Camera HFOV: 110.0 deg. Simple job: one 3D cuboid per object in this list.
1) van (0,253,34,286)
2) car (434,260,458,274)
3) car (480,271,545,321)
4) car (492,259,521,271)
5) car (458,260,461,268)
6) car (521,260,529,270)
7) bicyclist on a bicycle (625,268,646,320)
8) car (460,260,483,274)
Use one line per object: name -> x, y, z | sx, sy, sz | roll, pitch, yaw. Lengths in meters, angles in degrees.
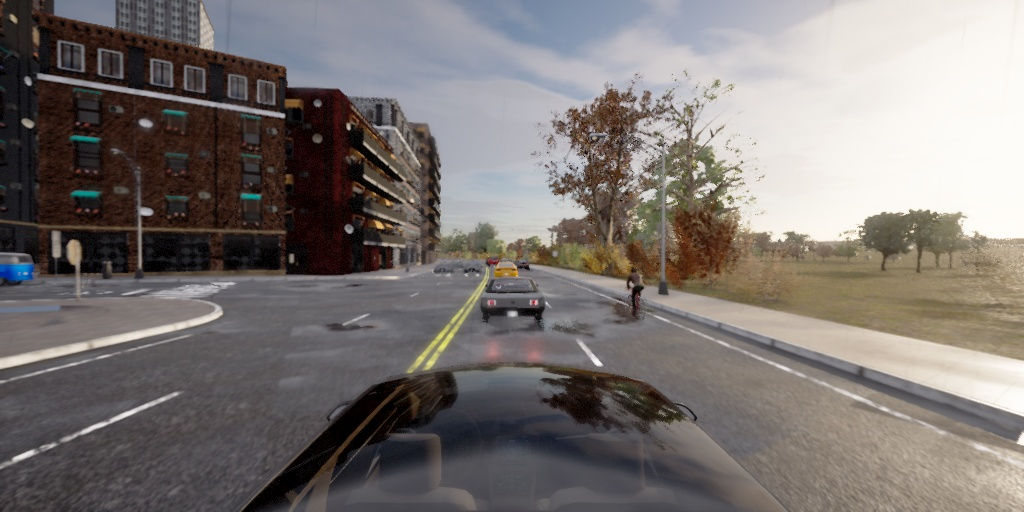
van -> -27.922, 0.686, 18.475 | 3.998, 1.789, 1.690 | 0, 0, -30
car -> -7.819, 1.376, 41.651 | 1.994, 1.385, 4.181 | 0, 0, -3
car -> -0.010, 1.367, 12.449 | 1.895, 1.301, 4.718 | 0, 0, -1
car -> -0.549, 1.269, 30.434 | 1.882, 1.535, 5.008 | 0, 0, -2
car -> -9.057, 1.394, 59.442 | 1.994, 1.385, 4.181 | 0, 0, -4
car -> 1.424, 1.316, 52.374 | 1.837, 1.490, 4.892 | 0, 0, -4
bicyclist on a bicycle -> 4.043, 1.215, 11.760 | 0.582, 1.620, 1.656 | 0, 0, -1
car -> -4.585, 1.373, 41.998 | 1.994, 1.385, 4.181 | 0, 0, -3
